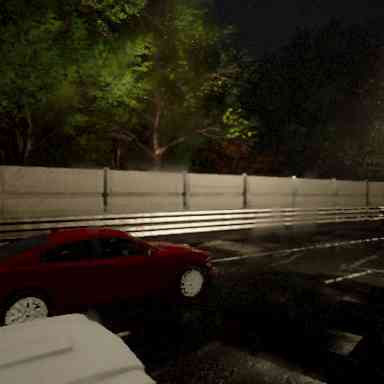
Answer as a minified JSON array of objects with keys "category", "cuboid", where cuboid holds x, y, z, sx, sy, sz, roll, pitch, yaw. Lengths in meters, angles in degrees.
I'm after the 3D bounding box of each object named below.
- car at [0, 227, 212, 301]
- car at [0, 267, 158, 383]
[{"category":"car","cuboid":[-1.856,1.451,6.606,5.008,1.535,1.882,0,0,-35]},{"category":"car","cuboid":[-2.497,1.589,1.872,4.718,1.301,1.895,0,0,-36]}]
